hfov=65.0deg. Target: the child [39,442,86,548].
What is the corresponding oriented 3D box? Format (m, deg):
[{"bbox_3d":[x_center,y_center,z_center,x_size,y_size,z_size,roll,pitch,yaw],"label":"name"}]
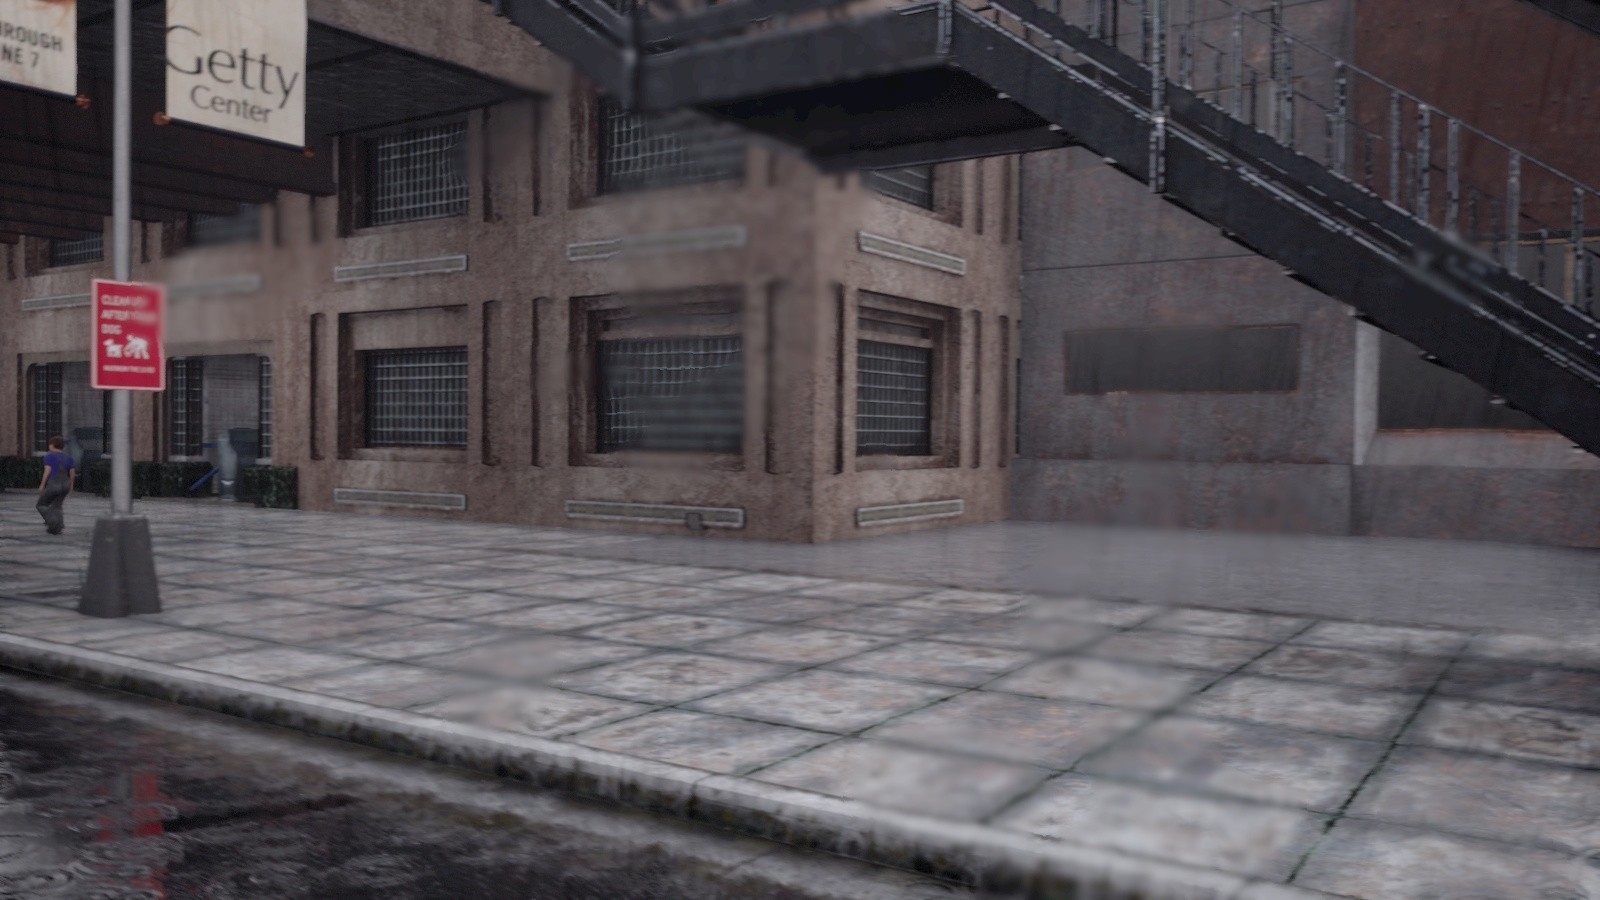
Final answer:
[{"bbox_3d":[-8.943,0.541,15.223,0.437,1.263,0.270,0,1,25],"label":"child"}]
